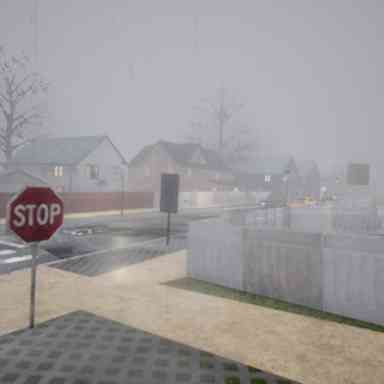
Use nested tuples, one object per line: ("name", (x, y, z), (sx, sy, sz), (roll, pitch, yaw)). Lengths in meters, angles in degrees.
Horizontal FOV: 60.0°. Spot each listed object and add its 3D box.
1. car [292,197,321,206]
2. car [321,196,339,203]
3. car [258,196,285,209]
("car", (14.113, 1.400, 41.655), (1.882, 1.535, 5.008), (4, 2, 37))
("car", (20.818, 1.375, 50.042), (2.128, 1.511, 4.902), (4, 3, 41))
("car", (9.745, 1.262, 40.608), (2.128, 1.511, 4.902), (4, 2, 37))
